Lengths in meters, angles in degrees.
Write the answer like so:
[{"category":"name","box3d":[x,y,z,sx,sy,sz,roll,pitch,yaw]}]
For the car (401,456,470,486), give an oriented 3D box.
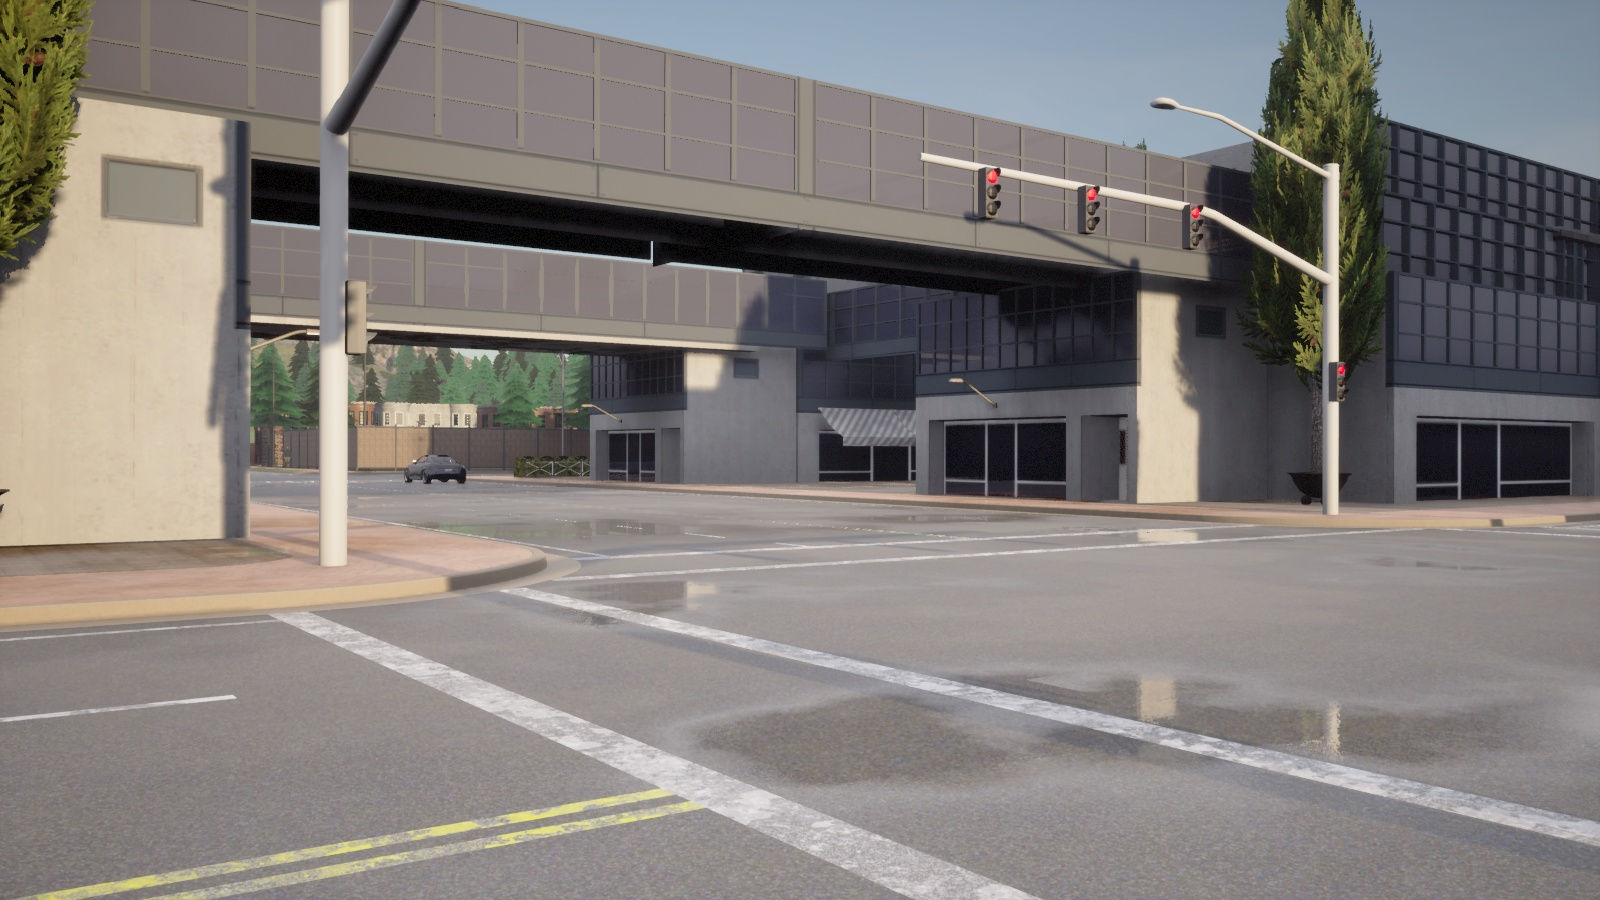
[{"category":"car","box3d":[-17.685,0.995,60.802,1.994,1.385,4.181,0,0,-34]}]
